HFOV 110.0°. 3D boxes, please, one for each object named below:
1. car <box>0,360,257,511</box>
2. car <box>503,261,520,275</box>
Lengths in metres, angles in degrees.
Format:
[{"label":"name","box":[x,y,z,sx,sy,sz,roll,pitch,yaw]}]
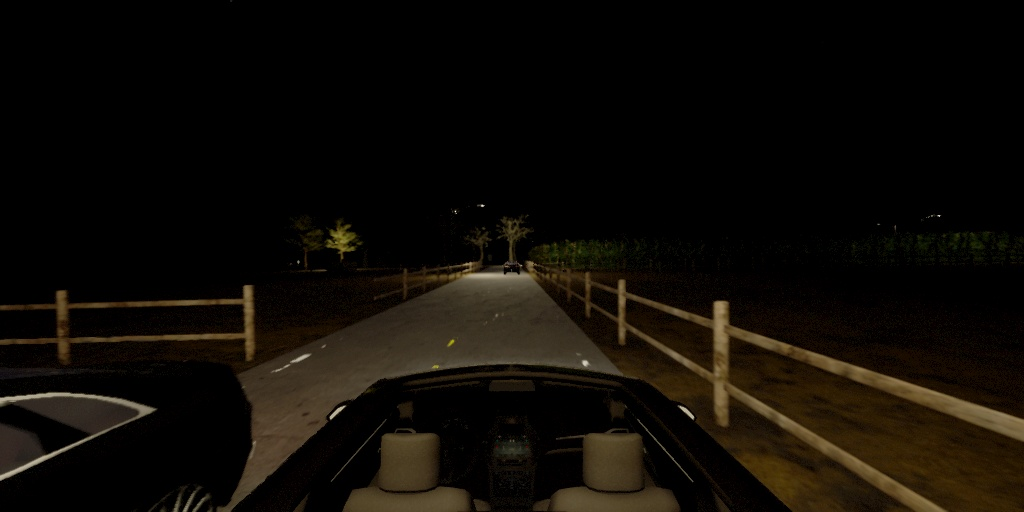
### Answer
[{"label":"car","box":[-2.838,1.242,0.634,2.128,1.511,4.902,0,0,0]},{"label":"car","box":[-0.008,1.336,40.522,2.128,1.511,4.902,0,0,0]}]
